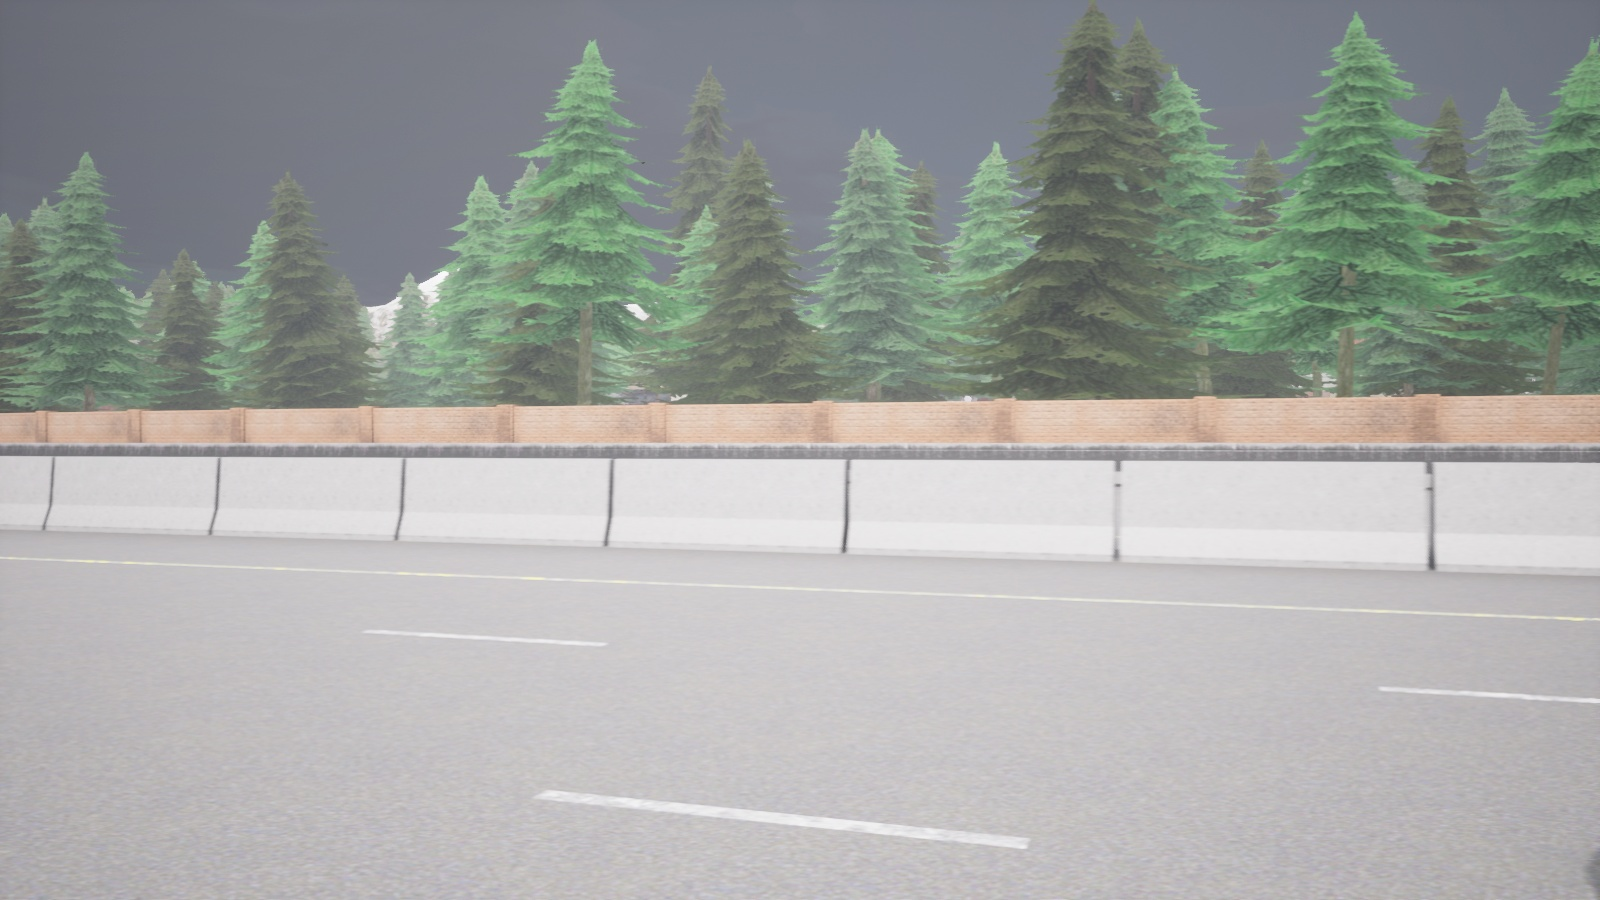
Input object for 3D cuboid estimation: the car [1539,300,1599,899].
[{"bbox_3d":[3.596,0.604,1.980,3.866,1.878,1.905,1,1,19],"label":"car"}]
